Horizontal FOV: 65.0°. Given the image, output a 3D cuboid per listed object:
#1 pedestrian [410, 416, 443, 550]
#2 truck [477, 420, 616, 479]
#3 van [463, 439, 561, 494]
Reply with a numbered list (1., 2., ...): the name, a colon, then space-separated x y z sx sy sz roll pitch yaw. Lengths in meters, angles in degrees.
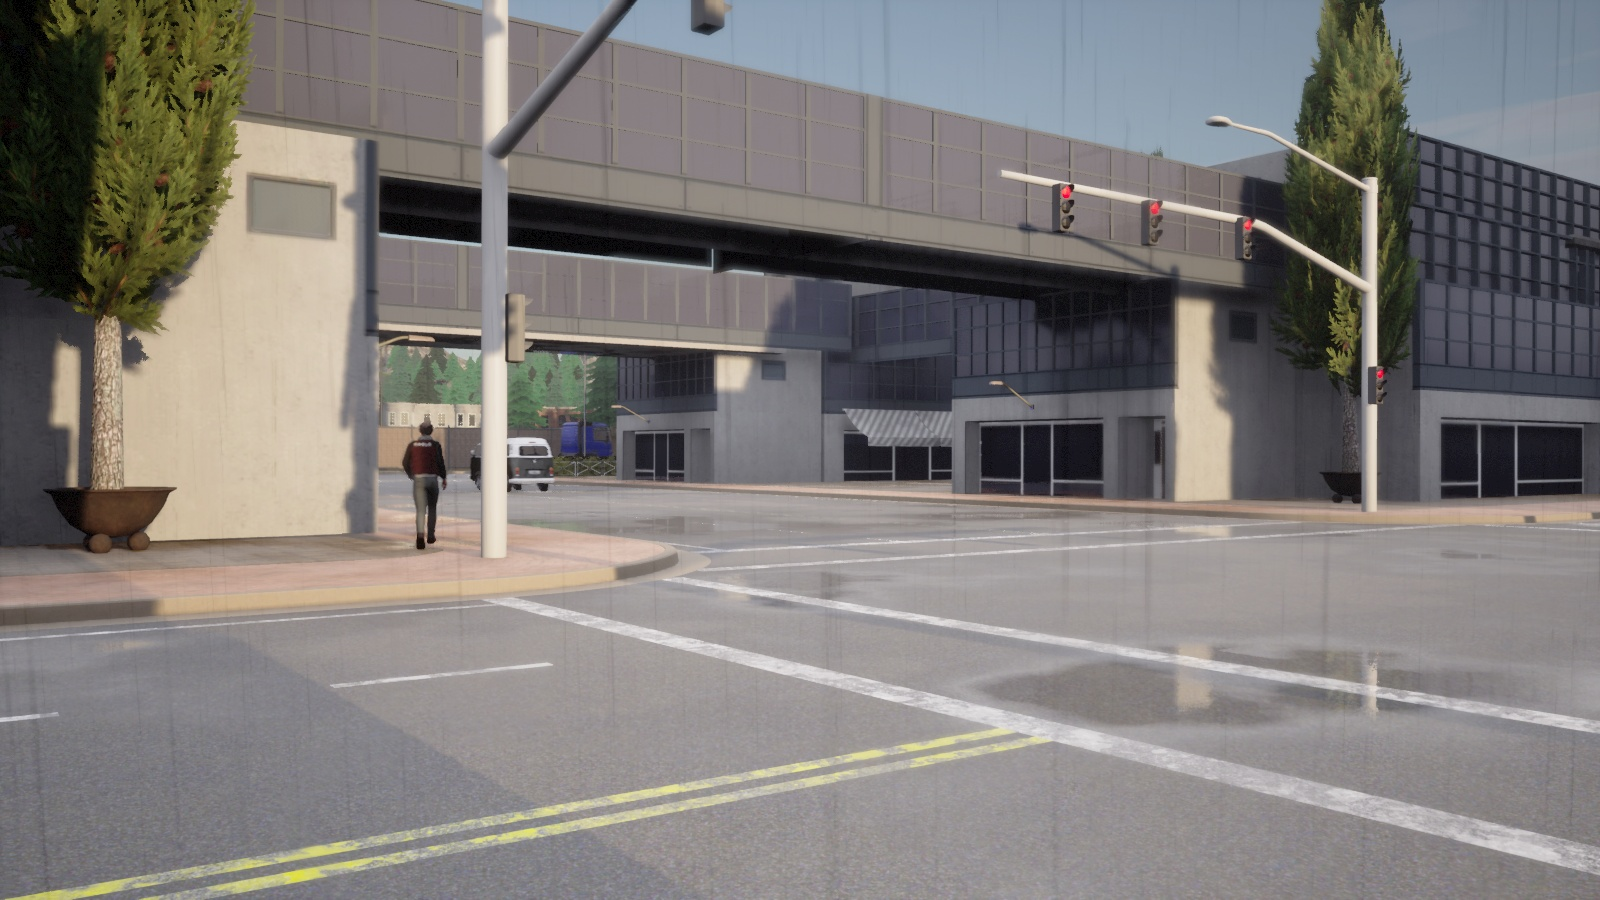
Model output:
1. pedestrian: -5.304 0.458 17.860 0.376 1.854 0.720 0 0 -11
2. truck: -15.453 -0.016 76.853 7.936 3.462 2.891 0 0 -41
3. van: -11.115 0.610 48.257 2.069 2.038 4.480 0 0 -36
